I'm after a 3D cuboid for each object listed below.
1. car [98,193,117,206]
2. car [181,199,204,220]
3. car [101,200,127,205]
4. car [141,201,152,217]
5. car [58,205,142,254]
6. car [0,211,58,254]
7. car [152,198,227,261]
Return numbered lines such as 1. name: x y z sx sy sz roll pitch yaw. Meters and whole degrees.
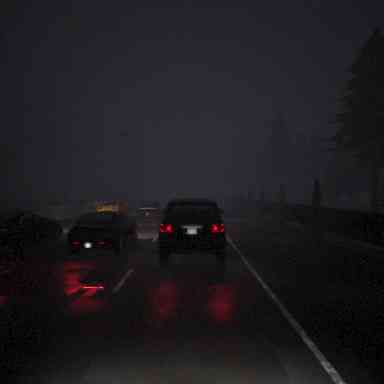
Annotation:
1. car: -14.426 1.248 57.129 2.150 2.045 5.566 0 0 -4
2. car: 0.048 1.493 29.707 1.882 1.535 5.008 0 0 0
3. car: -6.953 1.493 29.706 1.882 1.535 5.008 0 0 0
4. car: -3.463 1.507 28.512 2.128 1.511 4.902 0 0 1
5. car: -3.460 1.513 13.536 1.837 1.490 4.892 0 0 1
6. car: -6.960 1.499 13.512 2.128 1.511 4.902 0 0 1
7. car: 0.027 1.230 12.366 2.150 2.045 5.566 0 0 0
